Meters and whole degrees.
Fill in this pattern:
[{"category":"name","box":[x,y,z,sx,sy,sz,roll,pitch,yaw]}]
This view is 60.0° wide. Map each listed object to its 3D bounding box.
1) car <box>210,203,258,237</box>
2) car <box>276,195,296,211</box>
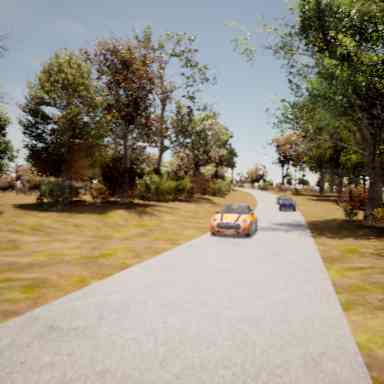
[{"category":"car","box":[2.492,1.468,18.966,2.097,1.767,4.553,1,0,17]},{"category":"car","box":[12.466,1.479,43.685,2.097,1.767,4.553,0,1,14]}]
